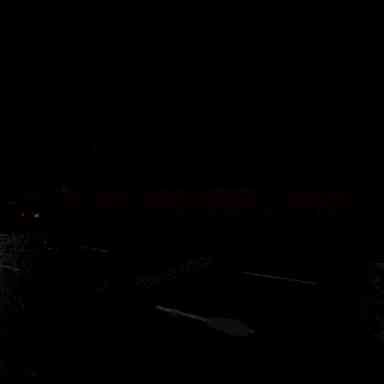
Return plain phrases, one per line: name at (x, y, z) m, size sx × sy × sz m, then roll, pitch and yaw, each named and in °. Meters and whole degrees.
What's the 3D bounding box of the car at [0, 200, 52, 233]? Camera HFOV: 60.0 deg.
car at (-10.524, 1.361, 20.099) m, size 4.553 × 1.767 × 2.097 m, roll 0°, pitch 0°, yaw 35°
